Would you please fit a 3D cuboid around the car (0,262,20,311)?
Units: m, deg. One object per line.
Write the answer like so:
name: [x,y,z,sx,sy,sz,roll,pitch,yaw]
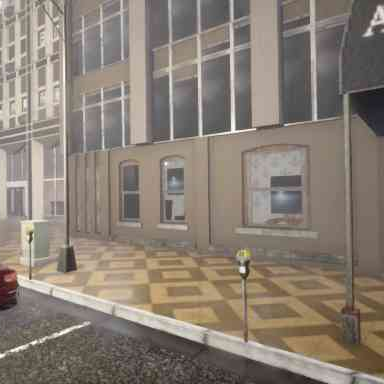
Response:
car: [-4.954,1.584,6.419,4.206,1.307,1.802,0,-1,36]
